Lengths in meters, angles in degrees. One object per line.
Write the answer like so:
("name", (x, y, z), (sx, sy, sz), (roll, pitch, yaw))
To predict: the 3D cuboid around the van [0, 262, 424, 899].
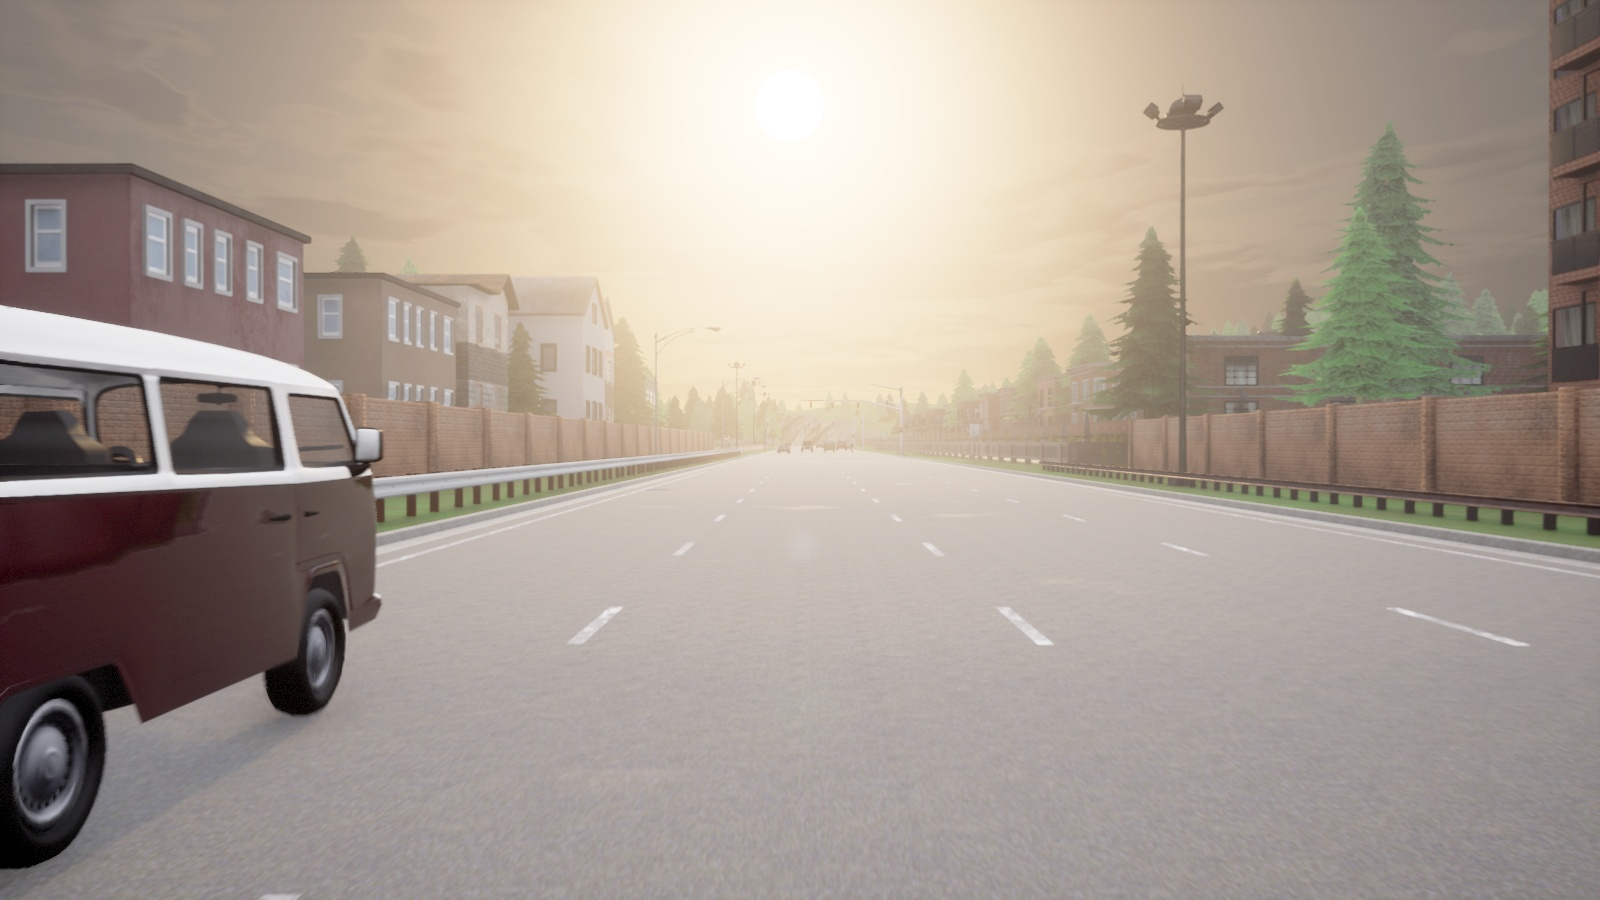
("van", (-3.451, 0.434, 5.799), (2.069, 2.038, 4.480), (0, 0, 0))
